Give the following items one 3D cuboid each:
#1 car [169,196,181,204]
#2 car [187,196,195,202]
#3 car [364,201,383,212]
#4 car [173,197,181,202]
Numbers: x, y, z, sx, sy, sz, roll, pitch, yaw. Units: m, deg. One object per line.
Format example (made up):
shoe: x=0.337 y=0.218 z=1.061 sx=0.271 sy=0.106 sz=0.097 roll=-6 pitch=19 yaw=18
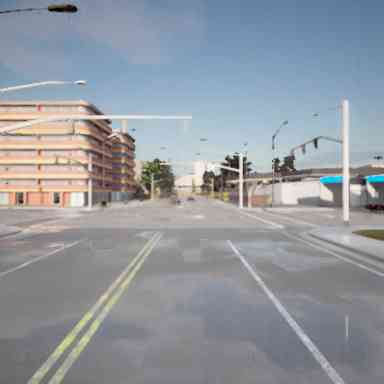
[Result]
car: x=-3.744 y=1.679 z=70.477 sx=2.097 sy=1.767 sz=4.553 roll=0 pitch=0 yaw=0
car: x=-0.294 y=1.723 z=84.637 sx=1.812 sy=1.442 sz=4.674 roll=0 pitch=0 yaw=0
car: x=23.664 y=1.762 z=40.353 sx=4.718 sy=1.301 sz=1.895 roll=0 pitch=0 yaw=-3
car: x=-3.799 y=1.990 z=86.199 sx=1.895 sy=1.301 sz=4.718 roll=0 pitch=0 yaw=0
